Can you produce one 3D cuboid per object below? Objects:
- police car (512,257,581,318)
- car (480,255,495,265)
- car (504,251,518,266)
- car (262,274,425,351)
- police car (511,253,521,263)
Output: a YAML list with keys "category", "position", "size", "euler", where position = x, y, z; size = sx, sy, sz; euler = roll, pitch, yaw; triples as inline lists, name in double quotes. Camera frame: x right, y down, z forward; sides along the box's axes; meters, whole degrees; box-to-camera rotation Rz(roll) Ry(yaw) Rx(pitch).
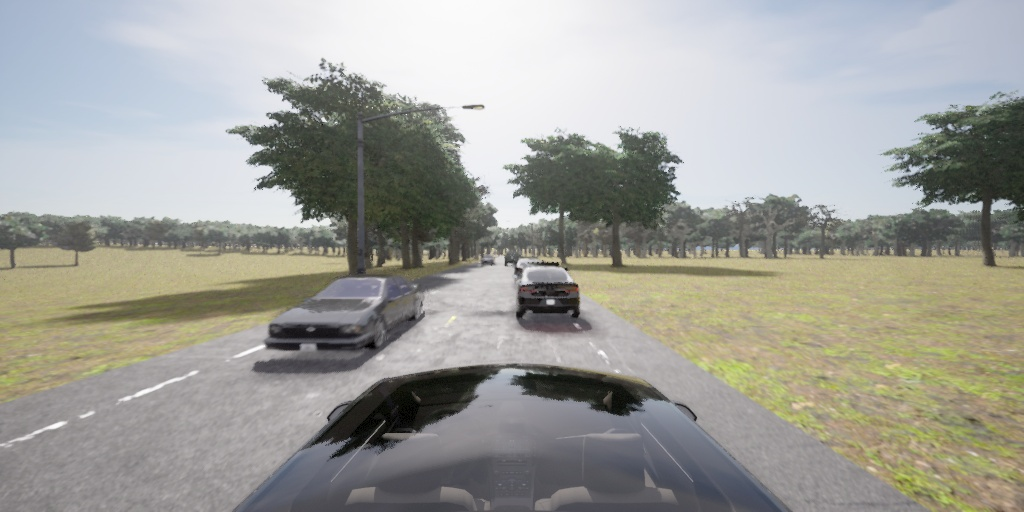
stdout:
- category: "police car"
  position: [1.053, 1.007, 12.341]
  size: [1.930, 1.638, 5.238]
  euler: [0, 1, 0]
- category: "car"
  position: [-3.541, 0.604, 52.718]
  size: [1.837, 1.490, 4.892]
  euler: [0, 1, 1]
- category: "car"
  position: [0.035, 0.336, 50.814]
  size: [2.150, 2.045, 5.566]
  euler: [0, 1, 0]
- category: "car"
  position: [-3.598, 1.182, 8.979]
  size: [2.033, 1.411, 5.357]
  euler: [0, 1, 0]
- category: "police car"
  position: [1.056, 0.851, 22.341]
  size: [1.930, 1.638, 5.238]
  euler: [0, 1, 0]
